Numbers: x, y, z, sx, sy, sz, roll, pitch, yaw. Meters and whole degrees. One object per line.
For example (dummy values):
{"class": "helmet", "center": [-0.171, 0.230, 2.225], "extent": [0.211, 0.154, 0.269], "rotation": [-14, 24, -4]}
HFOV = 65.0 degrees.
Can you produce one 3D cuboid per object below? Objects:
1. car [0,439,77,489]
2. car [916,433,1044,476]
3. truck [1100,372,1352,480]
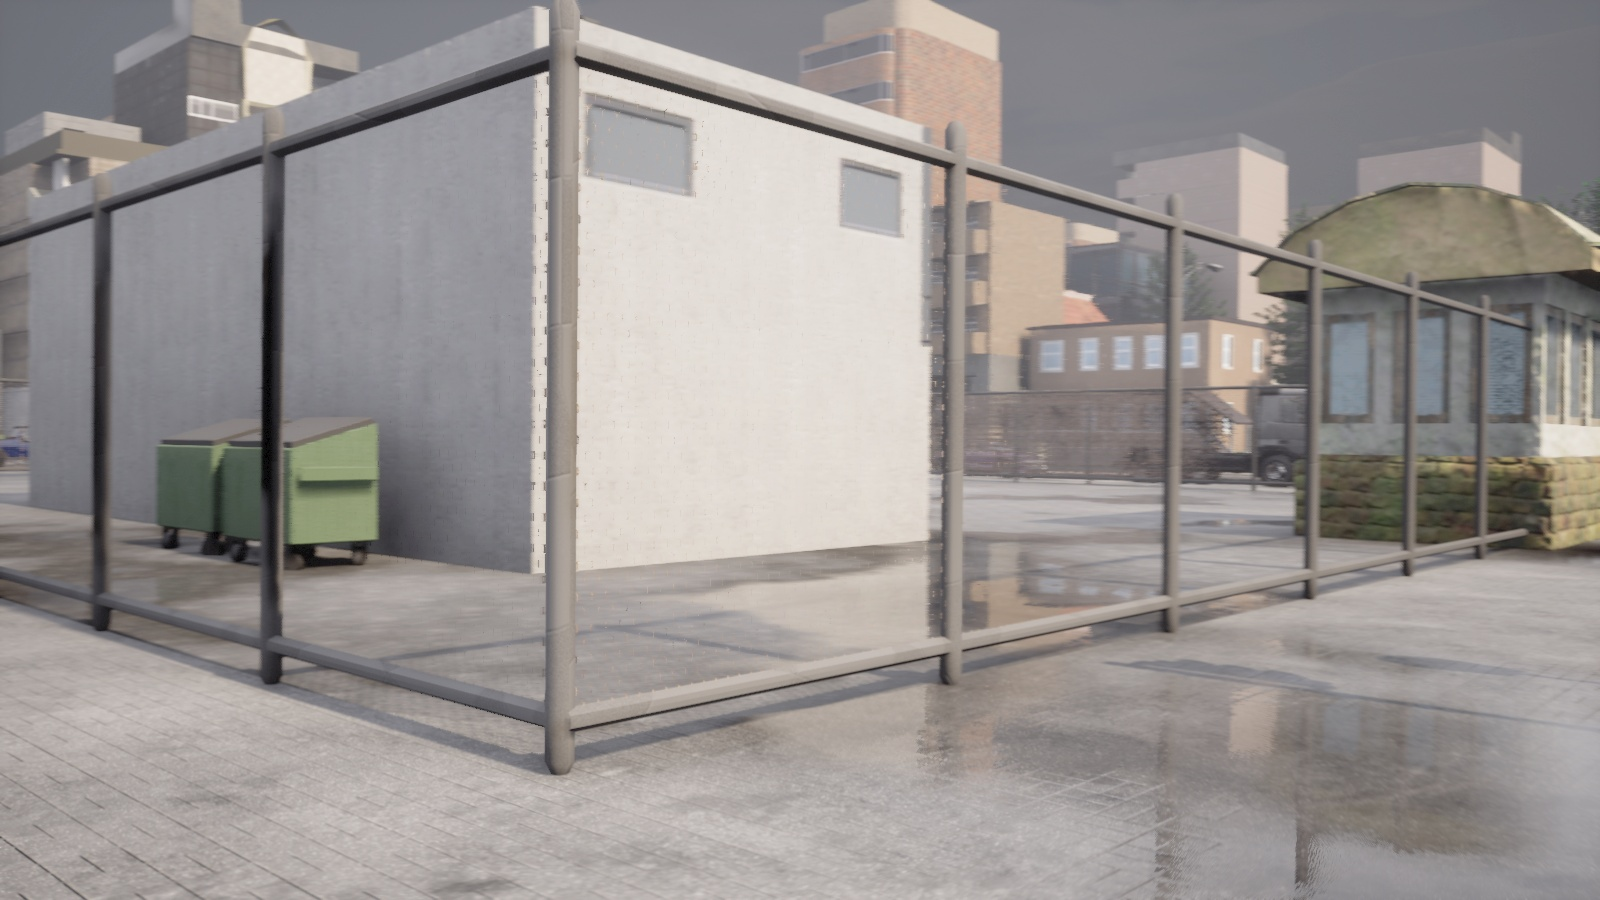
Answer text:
{"class": "car", "center": [-30.764, 0.546, 49.143], "extent": [1.905, 1.878, 3.866], "rotation": [0, 1, 42]}
{"class": "car", "center": [7.274, 0.171, 51.108], "extent": [4.856, 1.649, 2.033], "rotation": [0, 1, 44]}
{"class": "truck", "center": [14.822, -0.775, 44.223], "extent": [2.891, 3.462, 7.936], "rotation": [-1, 1, -45]}
